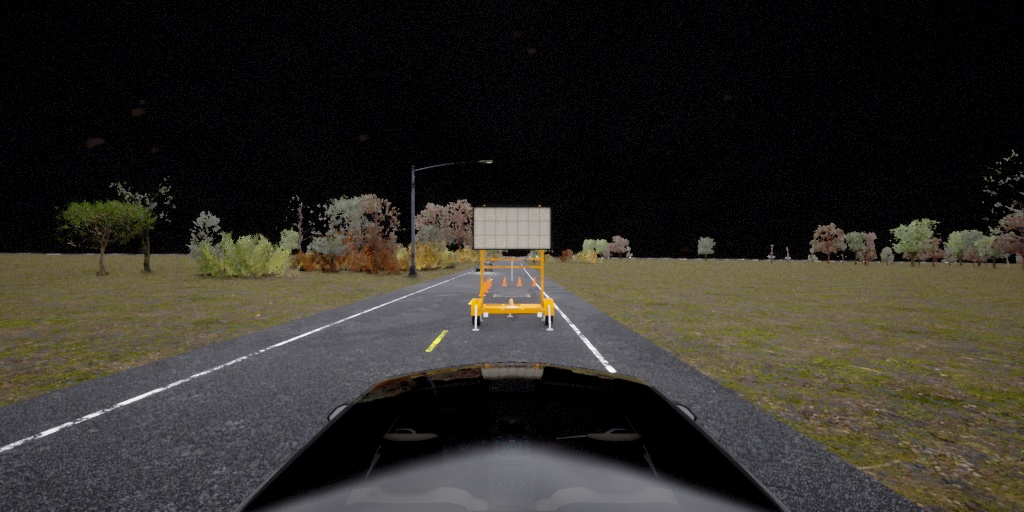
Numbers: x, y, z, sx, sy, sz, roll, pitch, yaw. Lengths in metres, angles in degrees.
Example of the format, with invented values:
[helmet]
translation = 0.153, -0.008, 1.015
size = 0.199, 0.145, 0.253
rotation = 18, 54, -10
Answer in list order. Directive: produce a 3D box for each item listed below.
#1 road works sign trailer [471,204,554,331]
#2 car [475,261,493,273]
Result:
[road works sign trailer]
translation = 0.004, 0.218, 11.040
size = 2.380, 3.560, 2.880
rotation = 0, 0, -1
[car]
translation = -3.413, 1.339, 44.559
size = 1.994, 1.385, 4.181
rotation = 0, 0, 0
